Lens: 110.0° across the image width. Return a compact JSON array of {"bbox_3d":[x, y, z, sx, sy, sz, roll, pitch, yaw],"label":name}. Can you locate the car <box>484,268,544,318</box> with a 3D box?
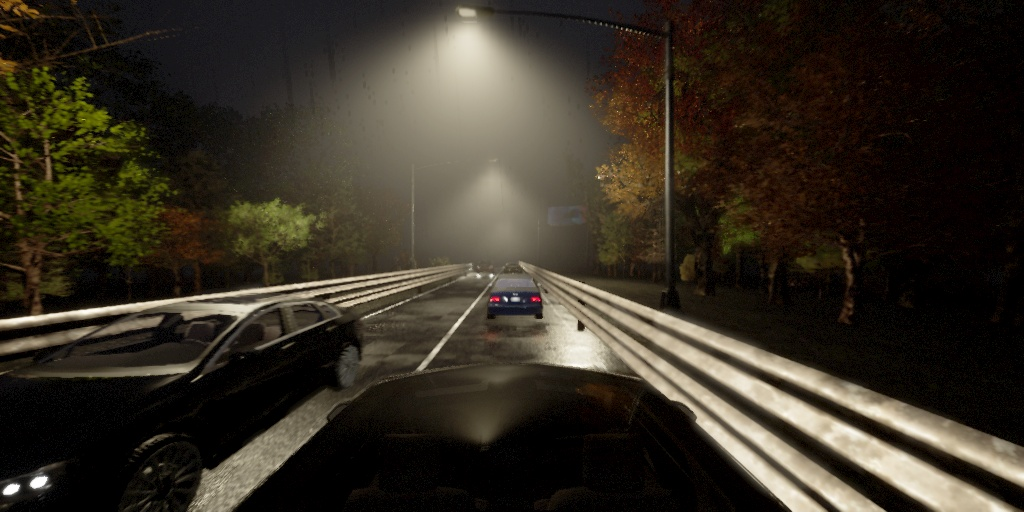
[{"bbox_3d":[0.101,1.350,13.135,2.033,1.411,5.357,0,0,0],"label":"car"}]

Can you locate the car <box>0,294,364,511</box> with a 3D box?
[{"bbox_3d":[-3.349,1.248,4.005,2.128,1.511,4.902,0,0,0],"label":"car"}]

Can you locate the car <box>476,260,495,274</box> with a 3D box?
[{"bbox_3d":[-3.351,1.352,45.861,2.097,1.767,4.553,0,0,0],"label":"car"}]

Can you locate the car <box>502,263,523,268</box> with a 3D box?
[{"bbox_3d":[0.090,1.451,36.741,1.837,1.490,4.892,0,0,0],"label":"car"}]
